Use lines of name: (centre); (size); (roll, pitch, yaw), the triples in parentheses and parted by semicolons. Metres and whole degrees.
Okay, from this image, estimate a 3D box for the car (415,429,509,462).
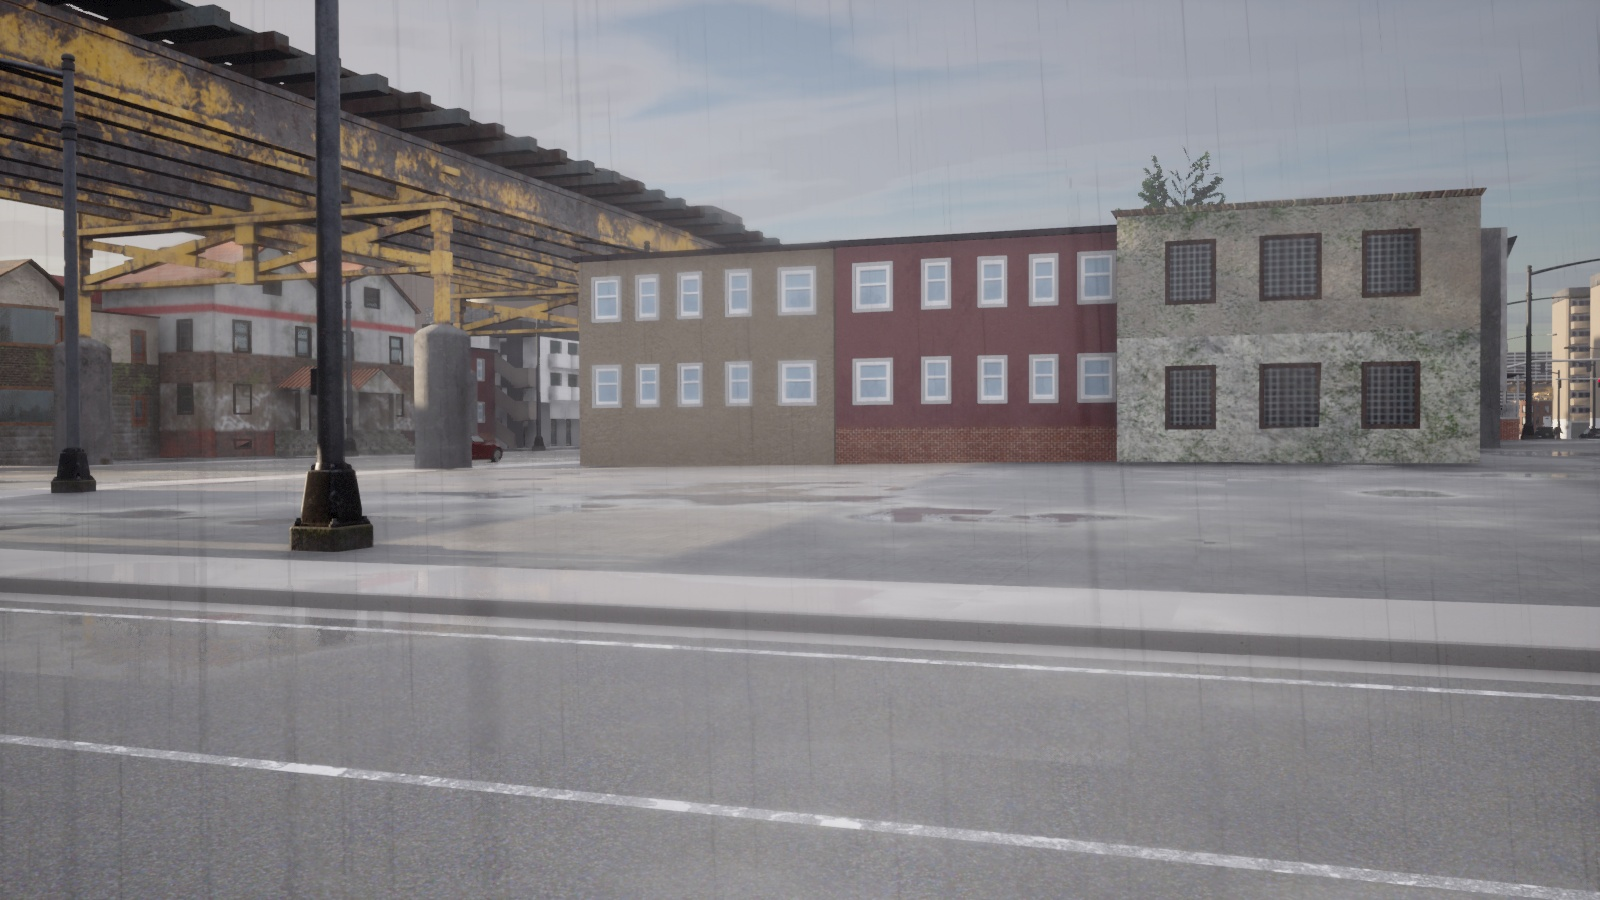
car: (-16.355, -0.233, 60.983); (1.882, 1.535, 5.008); (1, 1, 20)
